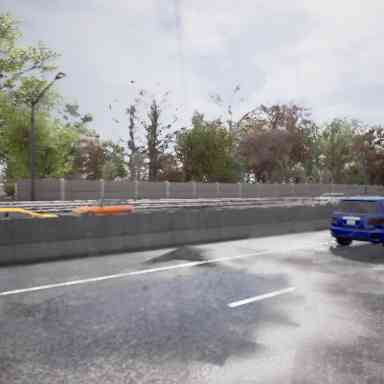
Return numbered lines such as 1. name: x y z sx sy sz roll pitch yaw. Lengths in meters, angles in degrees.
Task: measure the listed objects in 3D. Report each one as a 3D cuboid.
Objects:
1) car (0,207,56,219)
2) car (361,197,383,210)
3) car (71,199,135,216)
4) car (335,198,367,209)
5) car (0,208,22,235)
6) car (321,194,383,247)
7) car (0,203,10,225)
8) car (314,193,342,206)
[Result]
1. car: -8.732 1.474 14.959 5.008 1.535 1.882 0 0 -35
2. car: 23.810 1.427 42.434 5.008 1.535 1.882 0 0 -35
3. car: -6.674 1.335 25.036 4.553 1.767 2.097 0 0 -37
4. car: 21.697 1.550 45.228 4.718 1.301 1.895 0 0 -35
5. car: -11.567 1.598 17.238 4.718 1.301 1.895 0 0 -35
6. car: 8.023 1.198 13.765 5.566 2.045 2.150 0 0 -35
7. car: -15.047 1.523 22.300 4.674 1.442 1.812 -1 0 -40
8. car: 20.065 1.172 48.348 5.566 2.045 2.150 0 0 -35
